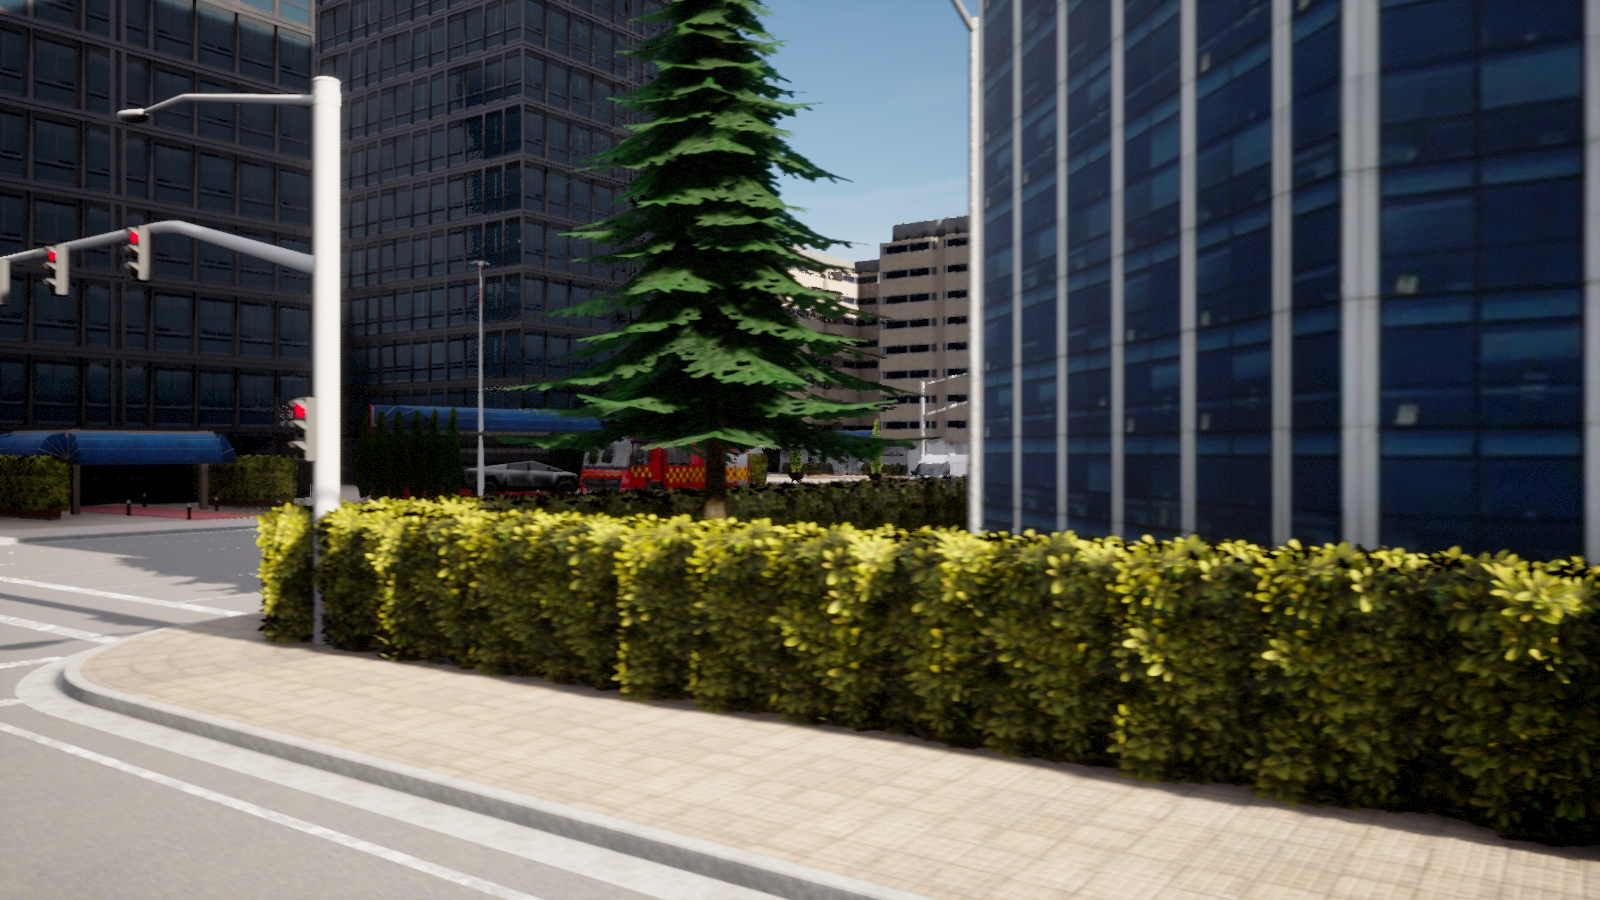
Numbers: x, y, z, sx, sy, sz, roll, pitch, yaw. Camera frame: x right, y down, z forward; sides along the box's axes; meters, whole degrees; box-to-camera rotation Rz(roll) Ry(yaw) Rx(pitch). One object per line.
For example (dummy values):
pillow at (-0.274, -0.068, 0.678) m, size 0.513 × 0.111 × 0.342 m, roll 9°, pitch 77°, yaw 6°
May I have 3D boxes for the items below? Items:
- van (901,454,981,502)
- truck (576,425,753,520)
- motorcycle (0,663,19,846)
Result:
van at (8.061, 1.535, 64.639) m, size 1.988 × 2.561 × 5.915 m, roll 0°, pitch 0°, yaw 35°
truck at (-5.766, 0.891, 50.353) m, size 2.891 × 3.827 × 8.468 m, roll 0°, pitch 0°, yaw 35°
motorcycle at (-6.811, 2.205, 8.558) m, size 2.209 × 1.251 × 0.867 m, roll 0°, pitch 0°, yaw 35°
